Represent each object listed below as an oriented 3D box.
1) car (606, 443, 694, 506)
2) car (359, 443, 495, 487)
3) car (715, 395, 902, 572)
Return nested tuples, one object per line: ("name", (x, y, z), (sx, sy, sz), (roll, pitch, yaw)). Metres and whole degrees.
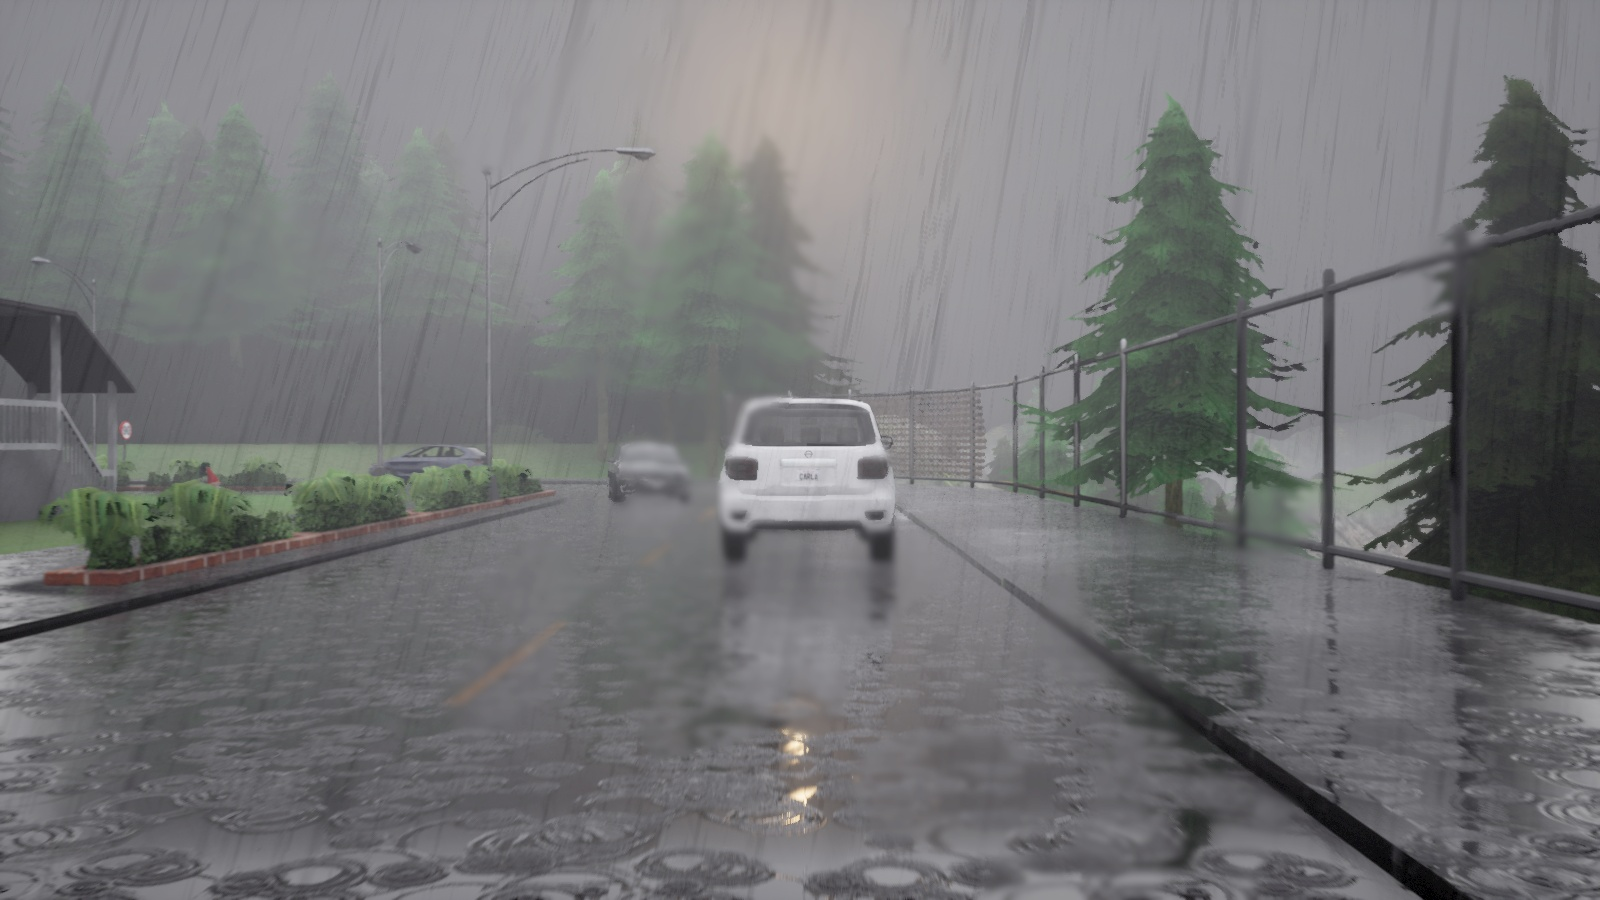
("car", (-3.928, 0.567, 32.236), (1.837, 1.490, 4.892), (1, 0, -12))
("car", (-12.936, 0.504, 43.692), (4.193, 1.474, 1.816), (0, 0, 3))
("car", (0.114, 0.368, 17.272), (2.150, 2.045, 5.566), (0, 0, 0))
